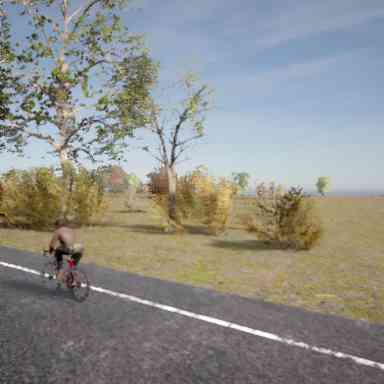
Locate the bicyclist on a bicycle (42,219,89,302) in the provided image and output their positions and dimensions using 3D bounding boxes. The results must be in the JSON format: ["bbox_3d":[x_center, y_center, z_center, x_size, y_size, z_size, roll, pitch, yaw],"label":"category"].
[{"bbox_3d":[-2.681,1.409,6.971,1.656,1.620,0.582,0,0,35],"label":"bicyclist on a bicycle"}]
